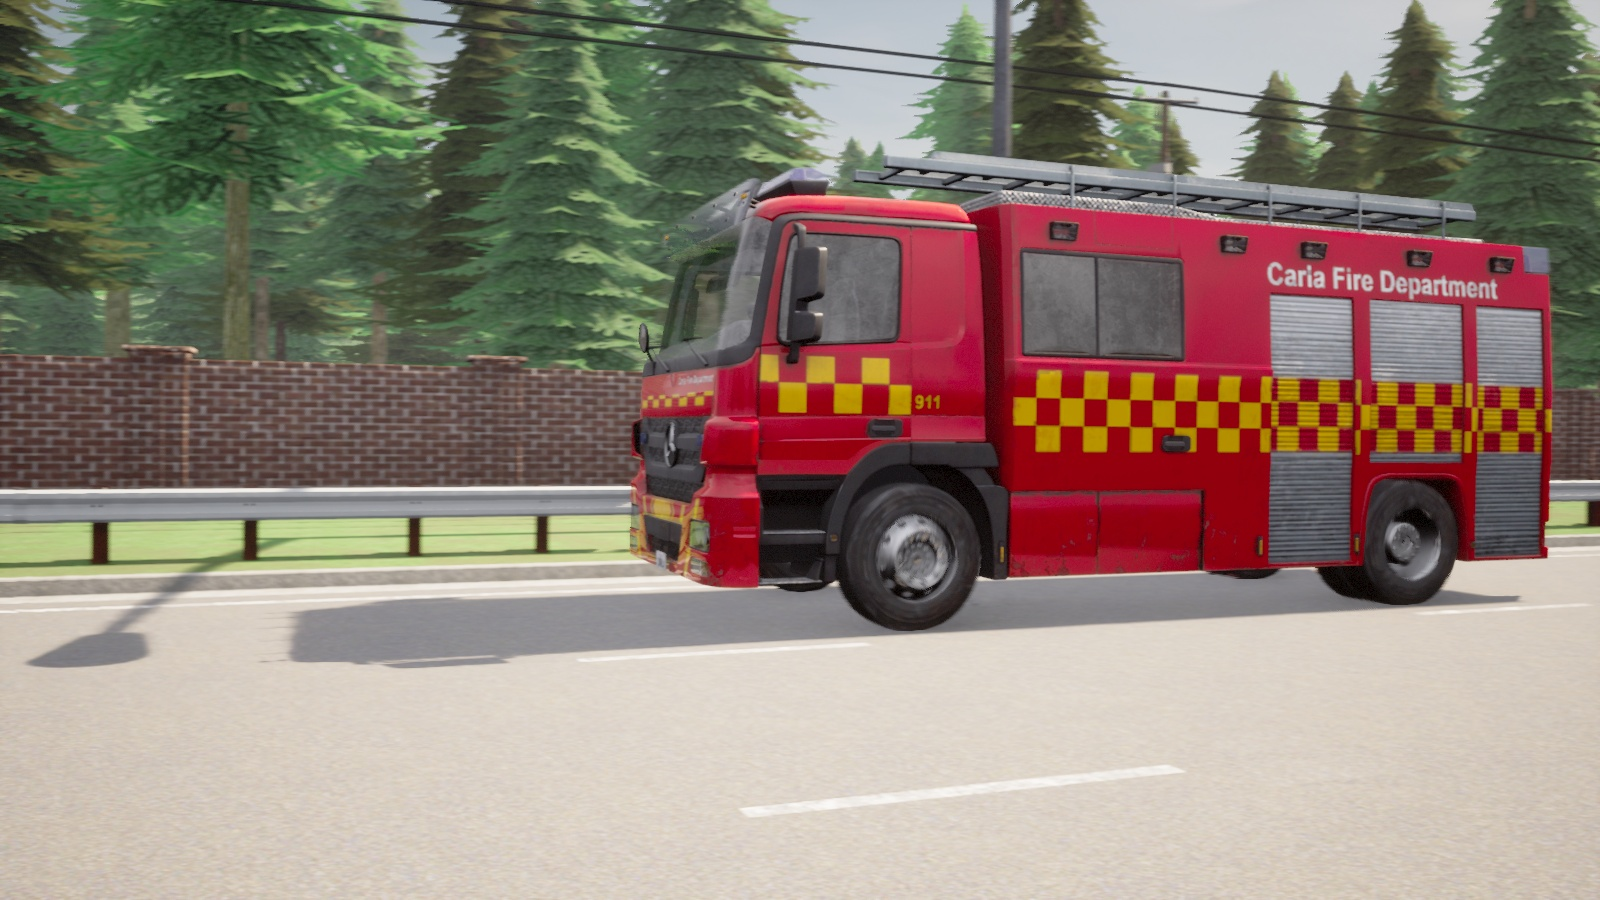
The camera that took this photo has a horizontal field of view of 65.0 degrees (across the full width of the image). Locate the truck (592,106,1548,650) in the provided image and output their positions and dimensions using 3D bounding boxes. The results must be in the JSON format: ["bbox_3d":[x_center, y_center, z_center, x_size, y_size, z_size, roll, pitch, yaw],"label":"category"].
[{"bbox_3d":[2.587,-0.585,11.694,8.468,3.827,2.891,-1,1,-21],"label":"truck"}]
